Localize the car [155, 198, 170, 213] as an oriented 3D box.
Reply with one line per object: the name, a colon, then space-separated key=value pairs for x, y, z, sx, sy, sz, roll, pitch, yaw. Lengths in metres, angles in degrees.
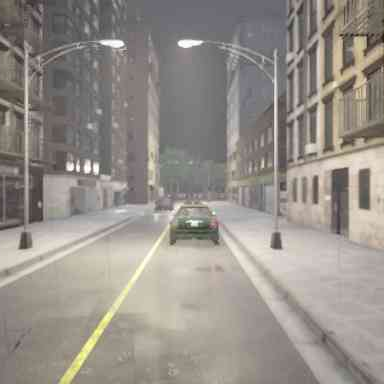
car: x=-3.085 y=1.470 z=37.873 sx=1.882 sy=1.535 sz=5.008 roll=0 pitch=0 yaw=0

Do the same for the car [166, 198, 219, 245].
car: x=0.100 y=1.349 z=15.741 sx=2.097 sy=1.767 sz=4.553 roll=0 pitch=0 yaw=0
